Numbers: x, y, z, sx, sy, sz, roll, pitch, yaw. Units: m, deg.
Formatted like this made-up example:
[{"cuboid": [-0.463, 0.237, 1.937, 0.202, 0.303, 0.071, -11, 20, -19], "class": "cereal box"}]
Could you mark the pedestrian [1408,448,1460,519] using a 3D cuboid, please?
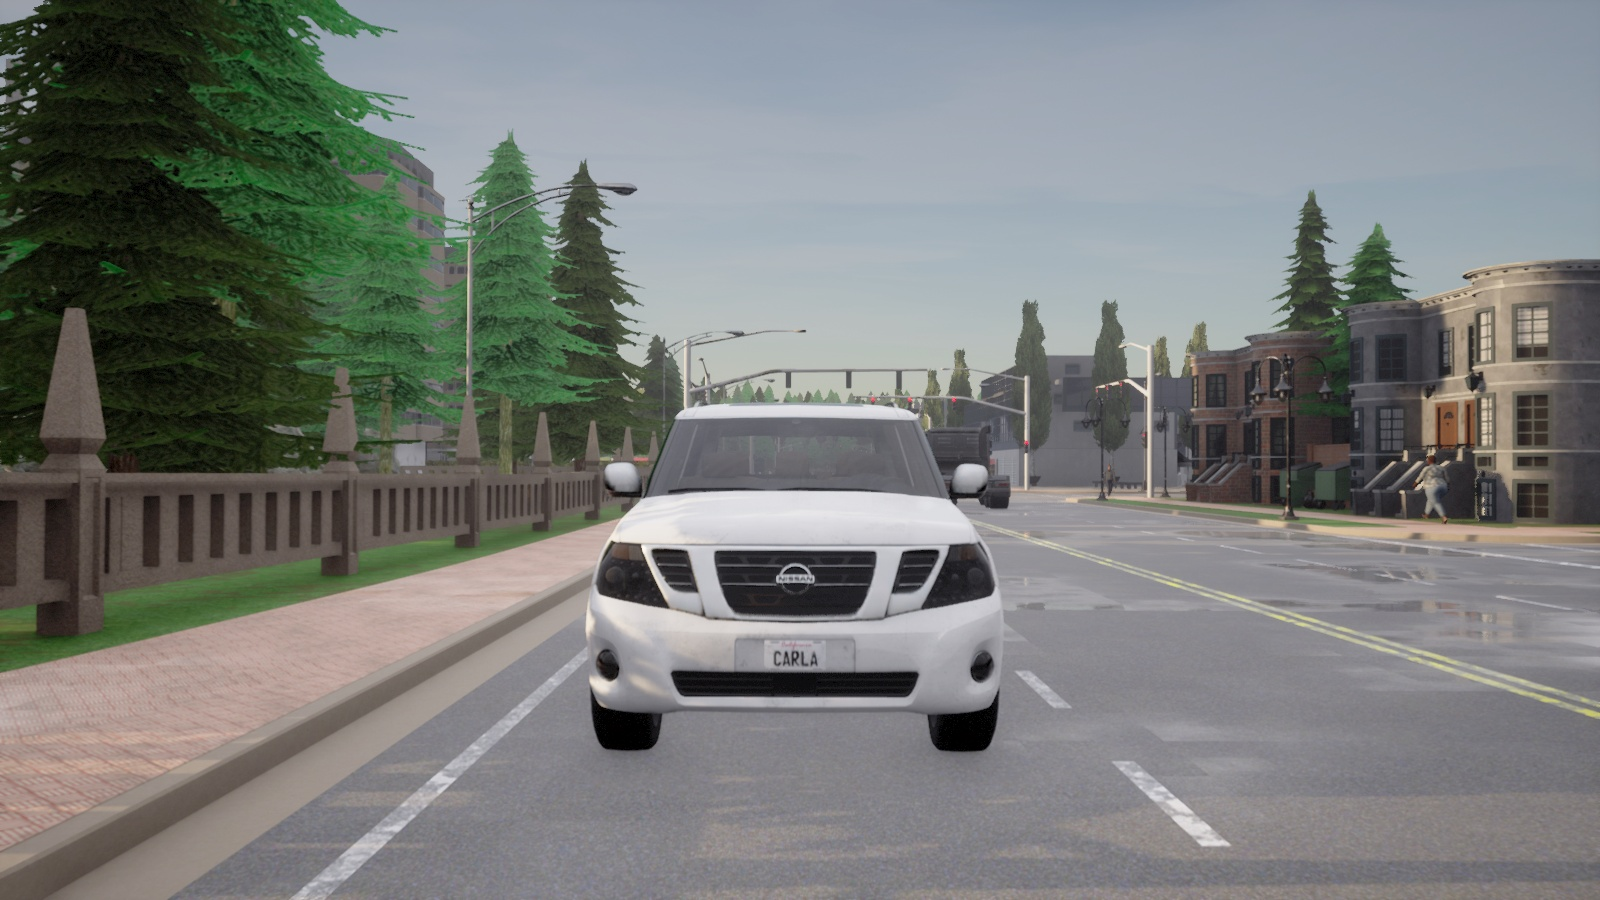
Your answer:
[{"cuboid": [16.905, 0.883, 33.512, 0.874, 1.855, 0.900, 0, -1, -8], "class": "pedestrian"}]

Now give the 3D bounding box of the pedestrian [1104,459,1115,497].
[{"cuboid": [16.345, 1.477, 66.289, 0.423, 1.949, 0.788, 0, -1, 2], "class": "pedestrian"}]

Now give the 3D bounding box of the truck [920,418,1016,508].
[{"cuboid": [6.858, 0.567, 52.475, 2.891, 3.462, 7.936, 0, -1, 0], "class": "truck"}]

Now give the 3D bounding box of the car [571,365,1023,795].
[{"cuboid": [-0.025, 0.658, 8.781, 2.150, 2.045, 5.566, 0, -1, 0], "class": "car"}]
